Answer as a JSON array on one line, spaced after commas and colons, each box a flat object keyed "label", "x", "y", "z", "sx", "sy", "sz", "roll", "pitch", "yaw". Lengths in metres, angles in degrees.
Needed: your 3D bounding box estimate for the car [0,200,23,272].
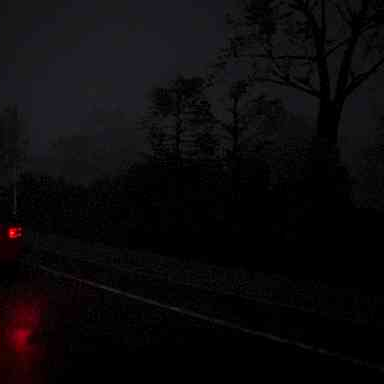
[{"label": "car", "x": -6.886, "y": 1.222, "z": 9.835, "sx": 5.566, "sy": 2.045, "sz": 2.150, "roll": 0, "pitch": 0, "yaw": 45}]
